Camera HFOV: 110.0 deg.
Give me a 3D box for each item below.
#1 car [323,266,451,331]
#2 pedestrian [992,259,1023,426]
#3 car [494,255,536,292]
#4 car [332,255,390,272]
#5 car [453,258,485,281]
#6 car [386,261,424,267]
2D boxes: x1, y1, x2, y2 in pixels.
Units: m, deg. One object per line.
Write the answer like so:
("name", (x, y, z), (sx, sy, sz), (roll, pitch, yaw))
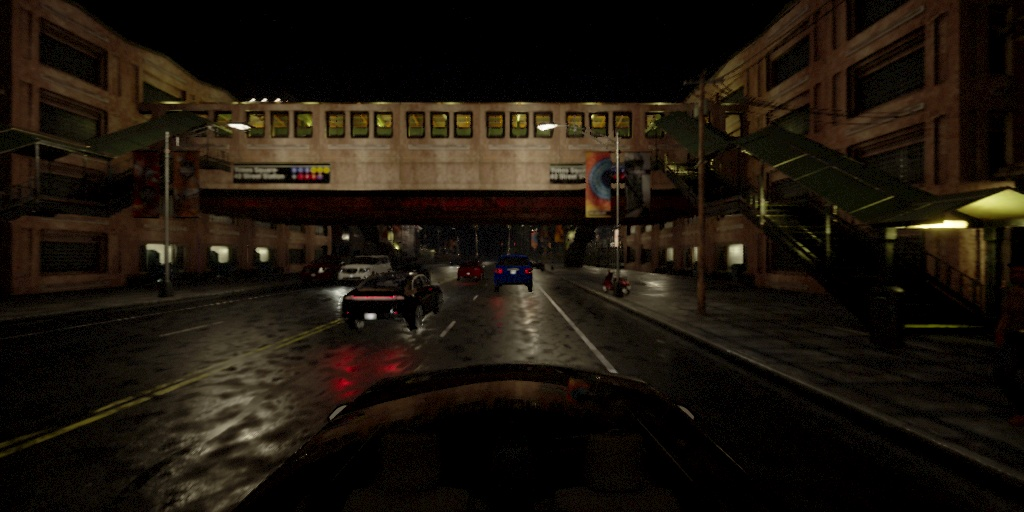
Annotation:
("car", (-3.396, 1.234, 11.027), (2.128, 1.511, 4.902), (0, 0, 0))
("pedestrian", (5.314, 0.889, 3.686), (0.375, 1.860, 0.375), (0, 0, 0))
("car", (0.088, 0.955, 21.549), (2.150, 2.045, 5.566), (0, 0, 0))
("car", (-10.574, 0.952, 26.321), (2.150, 2.045, 5.566), (0, 0, 0))
("car", (-3.371, 1.204, 30.136), (1.882, 1.535, 5.008), (0, 0, 0))
("car", (-7.078, 1.256, 25.480), (1.812, 1.442, 4.674), (0, 0, 0))
